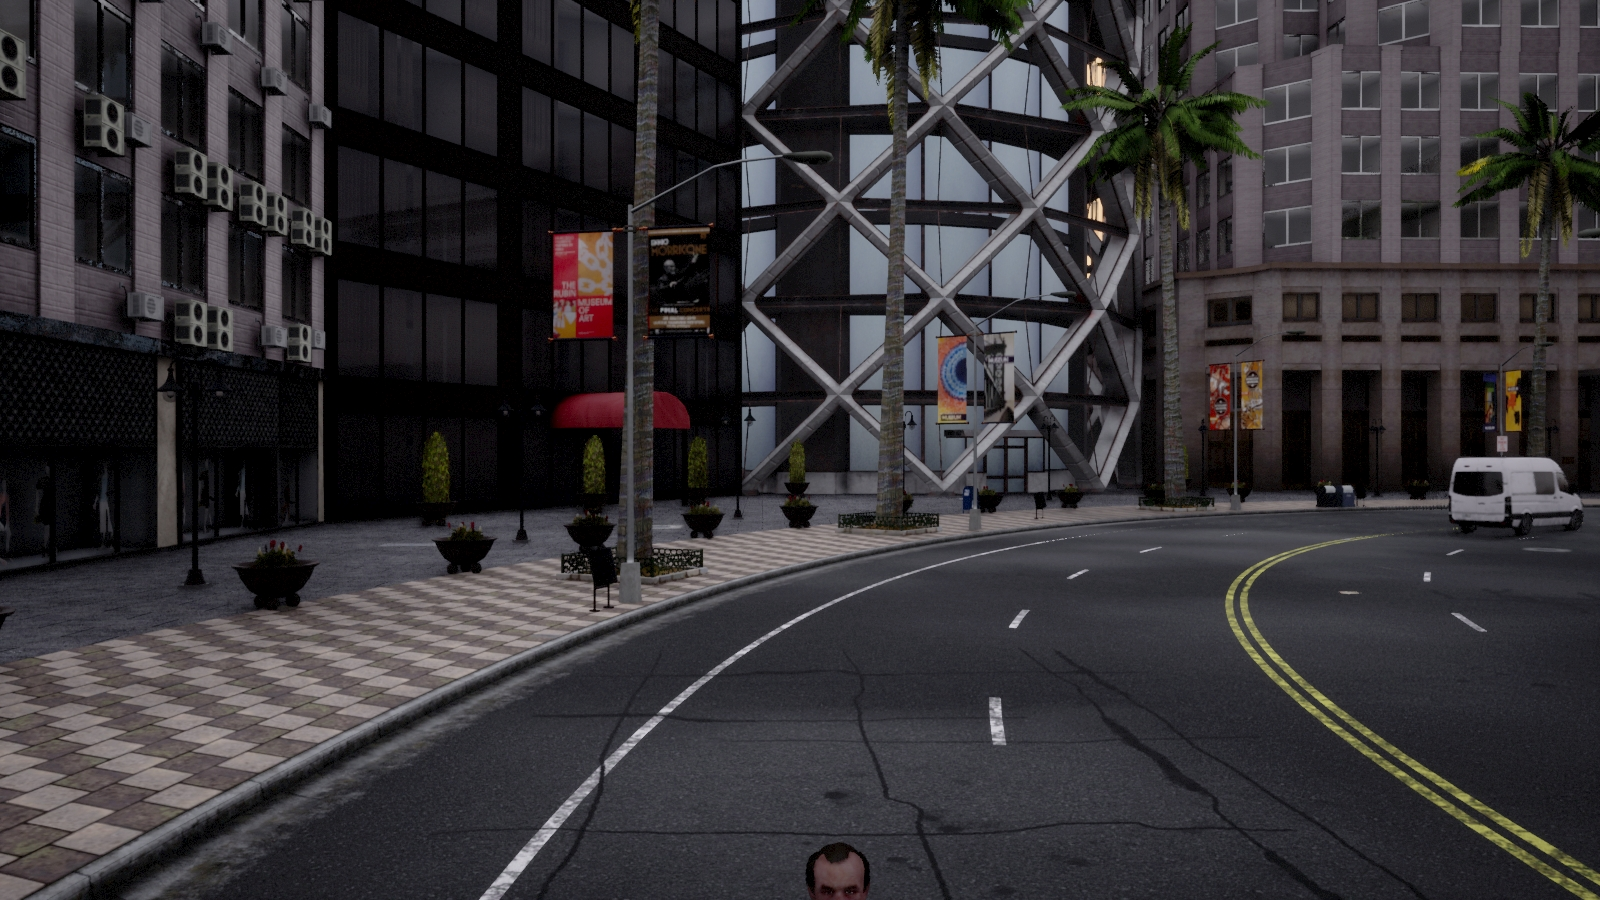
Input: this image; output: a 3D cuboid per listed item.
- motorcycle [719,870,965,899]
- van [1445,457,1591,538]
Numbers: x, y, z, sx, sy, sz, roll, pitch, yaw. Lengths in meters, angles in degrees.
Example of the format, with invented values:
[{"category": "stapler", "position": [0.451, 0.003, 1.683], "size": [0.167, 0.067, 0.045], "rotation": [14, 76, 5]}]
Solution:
[{"category": "motorcycle", "position": [0.124, 2.182, 3.338], "size": [0.856, 1.236, 1.805], "rotation": [0, 0, 2]}, {"category": "van", "position": [24.549, 1.534, 38.993], "size": [5.915, 2.561, 1.988], "rotation": [0, 0, -34]}]
